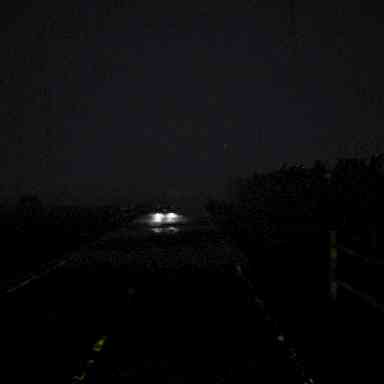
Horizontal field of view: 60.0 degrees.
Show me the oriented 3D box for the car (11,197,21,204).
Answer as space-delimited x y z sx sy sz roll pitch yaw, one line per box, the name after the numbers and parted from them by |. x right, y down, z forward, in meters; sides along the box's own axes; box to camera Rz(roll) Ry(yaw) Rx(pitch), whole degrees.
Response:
-36.109 1.824 71.143 4.892 1.490 1.837 0 0 0 | car

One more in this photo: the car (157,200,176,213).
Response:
-2.833 1.614 37.327 1.895 1.301 4.718 0 0 0 | car

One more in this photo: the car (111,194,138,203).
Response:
-14.487 1.370 71.102 5.566 2.045 2.150 0 0 0 | car
